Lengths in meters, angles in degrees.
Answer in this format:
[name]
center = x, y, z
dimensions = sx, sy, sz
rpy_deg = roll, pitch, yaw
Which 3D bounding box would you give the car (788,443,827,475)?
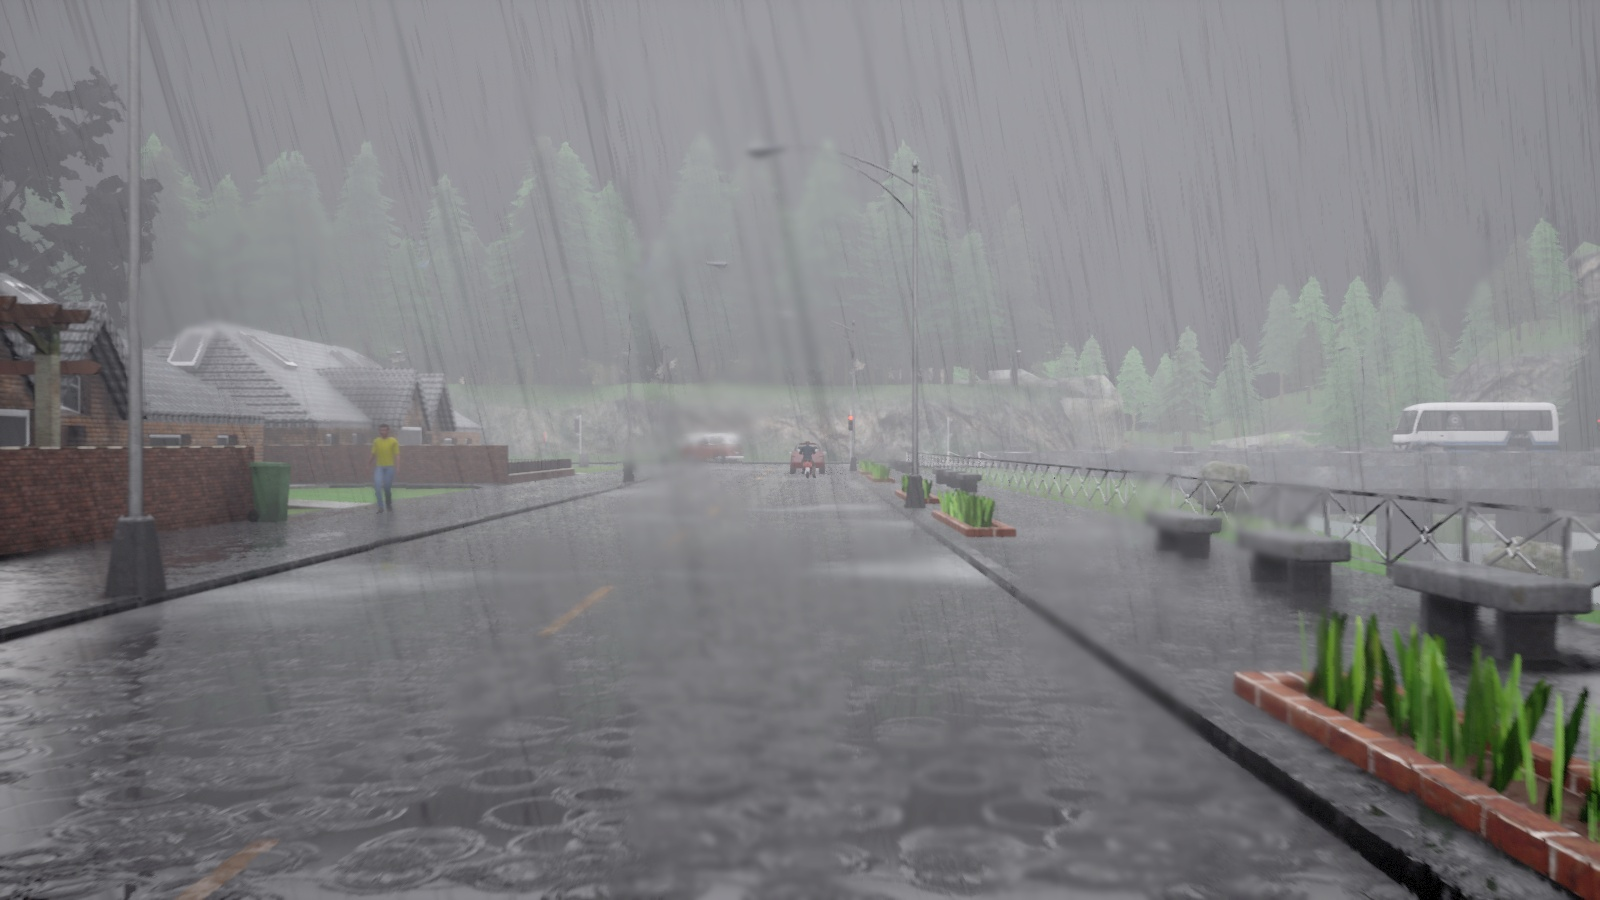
[car]
center = 0.367, 0.416, 61.113
dimensions = 1.845, 1.501, 3.633
rpy_deg = 0, 0, 0

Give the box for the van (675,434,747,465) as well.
[van]
center = -6.111, -0.020, 86.079
dimensions = 4.480, 2.038, 2.069
rpy_deg = 0, 0, 29

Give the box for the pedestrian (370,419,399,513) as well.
[pedestrian]
center = -8.203, 0.310, 24.790
dimensions = 0.354, 1.836, 0.706
rpy_deg = 0, 0, -3

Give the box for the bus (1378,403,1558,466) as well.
[bus]
center = 46.005, -1.082, 86.849
dimensions = 10.273, 4.253, 3.944
rpy_deg = 0, 0, 4

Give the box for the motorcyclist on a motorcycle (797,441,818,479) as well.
[motorcyclist on a motorcycle]
center = 0.321, 0.401, 53.034
dimensions = 0.866, 1.590, 1.817
rpy_deg = 0, 0, 0
